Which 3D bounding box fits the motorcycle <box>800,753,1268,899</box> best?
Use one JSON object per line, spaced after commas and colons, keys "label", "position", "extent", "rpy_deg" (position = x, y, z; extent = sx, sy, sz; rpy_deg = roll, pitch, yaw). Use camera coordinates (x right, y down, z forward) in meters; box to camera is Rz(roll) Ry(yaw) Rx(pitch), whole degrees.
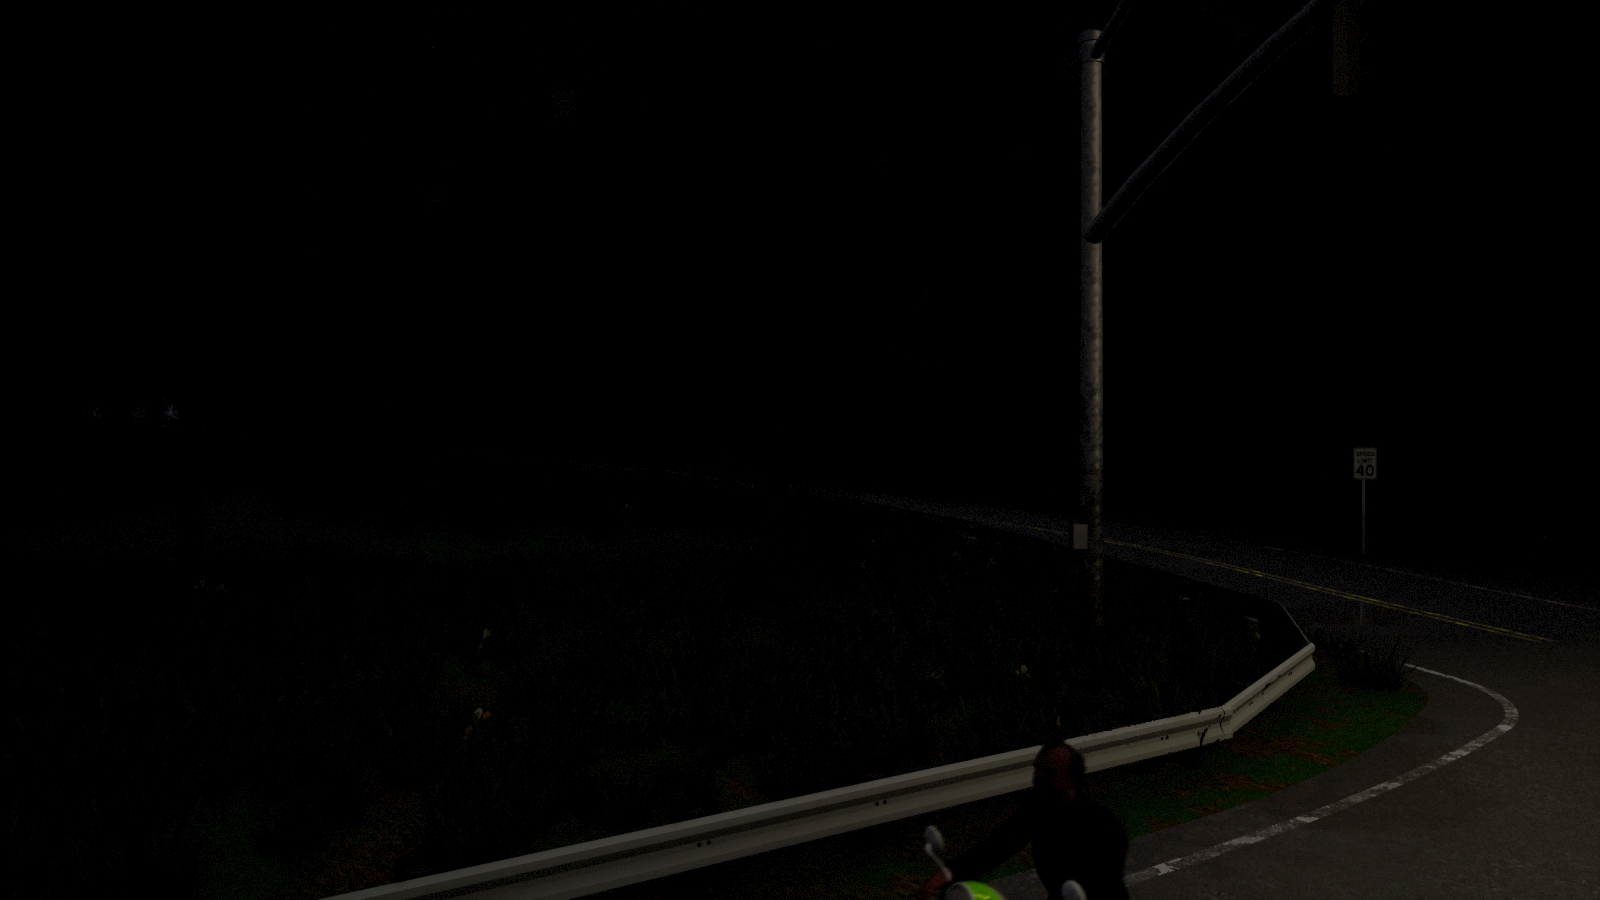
{"label": "motorcycle", "position": [0.984, 2.115, 4.612], "extent": [1.805, 1.316, 0.856], "rpy_deg": [0, 0, -36]}
